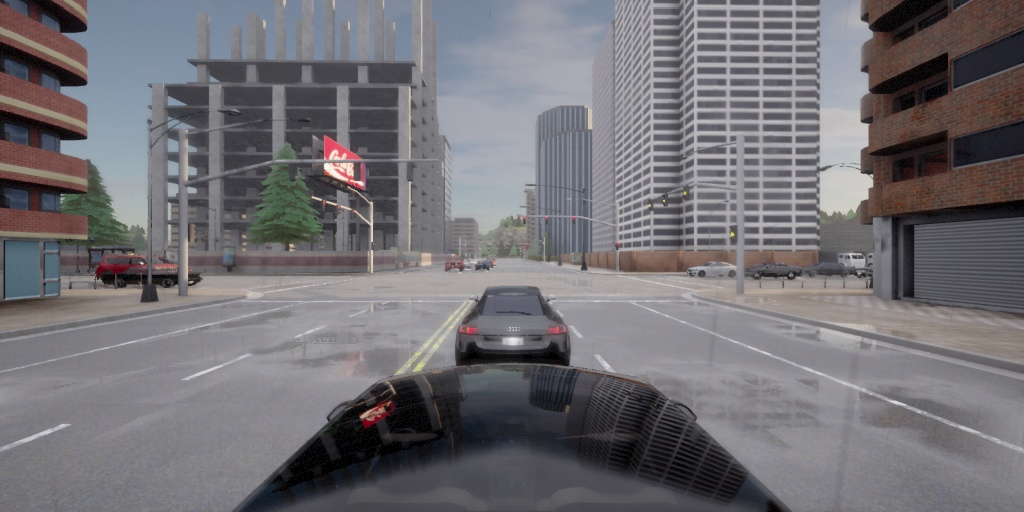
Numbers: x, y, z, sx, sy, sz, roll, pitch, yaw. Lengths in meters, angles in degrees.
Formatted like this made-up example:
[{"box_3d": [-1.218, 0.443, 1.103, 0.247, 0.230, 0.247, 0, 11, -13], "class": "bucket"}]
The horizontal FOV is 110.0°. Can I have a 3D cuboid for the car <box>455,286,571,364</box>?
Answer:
[{"box_3d": [0.011, 1.314, 7.655, 1.994, 1.385, 4.181, 0, 0, 0], "class": "car"}]

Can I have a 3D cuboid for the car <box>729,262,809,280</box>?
[{"box_3d": [21.854, 1.241, 30.601, 4.902, 1.511, 2.128, 0, 0, -1], "class": "car"}]

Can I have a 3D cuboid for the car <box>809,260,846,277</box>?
[{"box_3d": [29.671, 1.297, 34.210, 5.357, 1.411, 2.033, 0, 0, -1], "class": "car"}]

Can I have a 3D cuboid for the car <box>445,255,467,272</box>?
[{"box_3d": [-7.558, 0.971, 47.587, 2.150, 2.045, 5.566, 0, 0, -4], "class": "car"}]

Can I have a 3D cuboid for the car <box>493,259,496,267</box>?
[{"box_3d": [-4.122, 1.314, 59.963, 1.994, 1.385, 4.181, 0, 0, 0], "class": "car"}]

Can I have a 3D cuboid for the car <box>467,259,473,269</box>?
[{"box_3d": [-7.605, 1.275, 57.265, 1.812, 1.442, 4.674, 0, 0, 0], "class": "car"}]

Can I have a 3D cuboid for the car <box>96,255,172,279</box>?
[{"box_3d": [-26.781, 0.971, 26.181, 5.566, 2.045, 2.150, 0, 0, -1], "class": "car"}]

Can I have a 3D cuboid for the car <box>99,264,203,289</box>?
[{"box_3d": [-22.576, 1.351, 22.745, 4.718, 1.301, 1.895, 0, 0, -1], "class": "car"}]

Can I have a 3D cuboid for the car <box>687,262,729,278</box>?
[{"box_3d": [19.089, 1.276, 34.042, 4.674, 1.442, 1.812, 0, 0, -1], "class": "car"}]

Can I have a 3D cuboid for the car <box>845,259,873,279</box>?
[{"box_3d": [32.227, 1.241, 30.739, 4.902, 1.511, 2.128, 0, 0, -1], "class": "car"}]

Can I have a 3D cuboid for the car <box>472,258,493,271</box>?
[{"box_3d": [-4.048, 1.351, 50.038, 1.895, 1.301, 4.718, 0, 0, -1], "class": "car"}]
